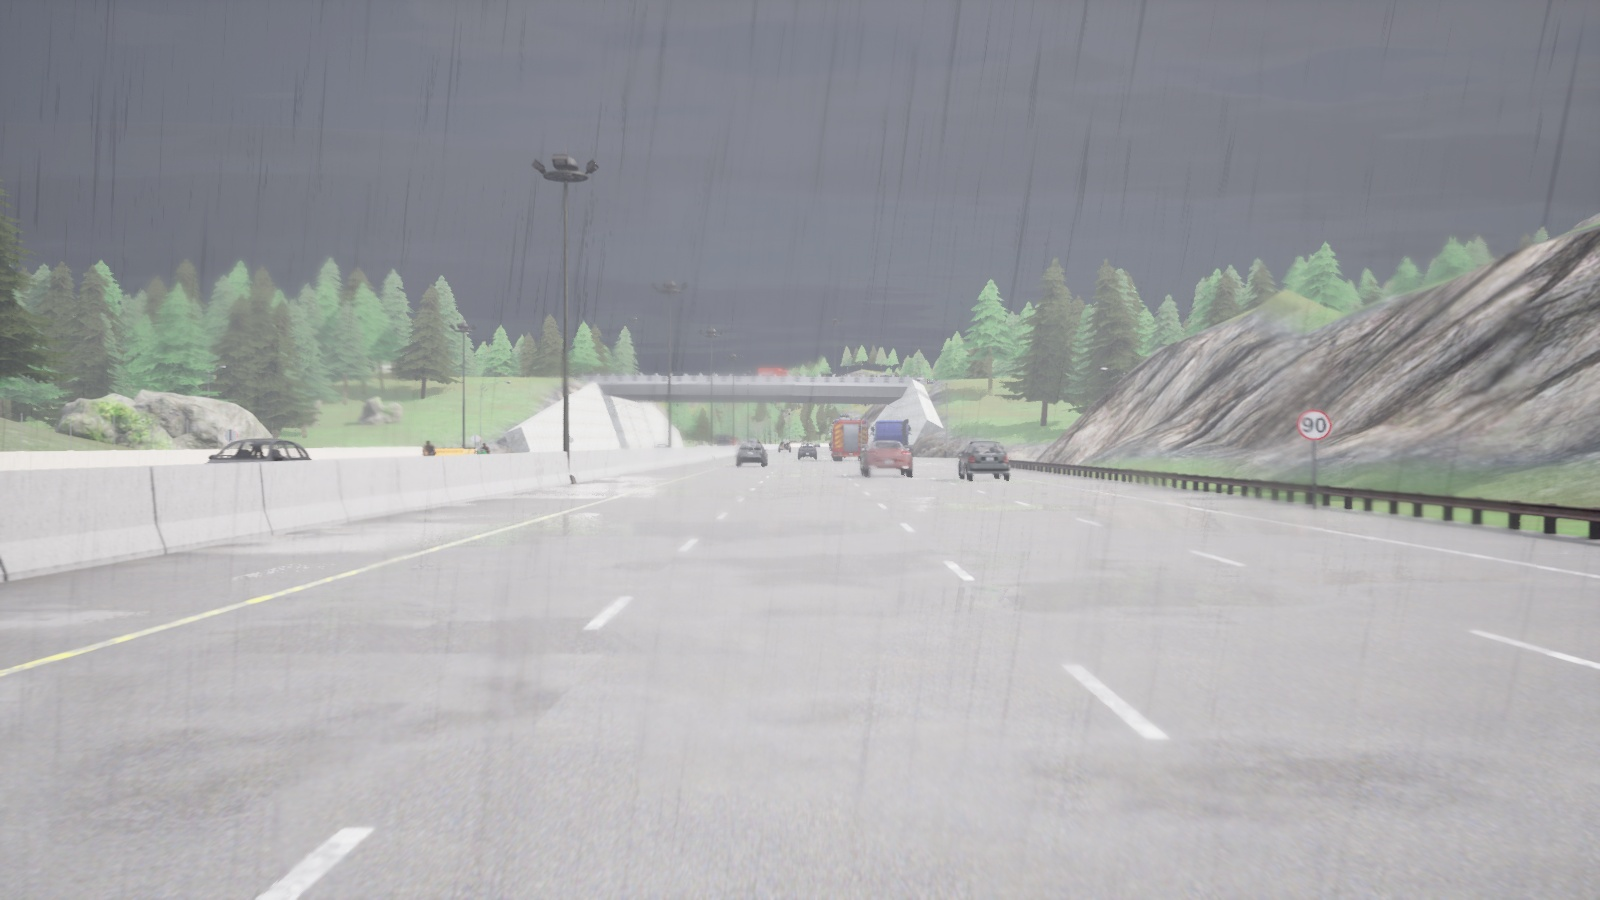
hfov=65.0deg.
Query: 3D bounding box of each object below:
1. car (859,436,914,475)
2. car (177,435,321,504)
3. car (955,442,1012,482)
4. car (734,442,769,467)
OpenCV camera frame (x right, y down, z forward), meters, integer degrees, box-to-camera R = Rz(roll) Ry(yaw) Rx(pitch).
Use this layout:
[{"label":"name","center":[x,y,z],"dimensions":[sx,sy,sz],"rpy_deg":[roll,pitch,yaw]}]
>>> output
[{"label":"car","center":[3.837,0.211,56.315],"dimensions":[2.152,1.651,5.027],"rpy_deg":[0,0,0]},{"label":"car","center":[-13.804,0.455,31.710],"dimensions":[1.851,1.617,3.988],"rpy_deg":[0,0,0]},{"label":"car","center":[7.303,0.448,50.271],"dimensions":[1.789,1.549,3.705],"rpy_deg":[0,0,0]},{"label":"car","center":[-3.030,0.243,79.524],"dimensions":[2.007,1.525,4.514],"rpy_deg":[0,0,0]}]
